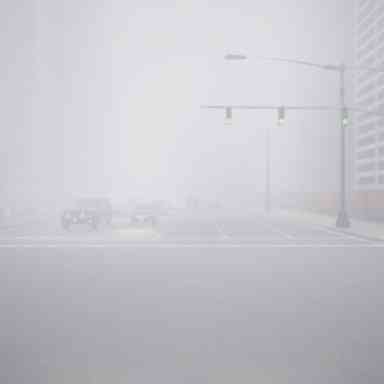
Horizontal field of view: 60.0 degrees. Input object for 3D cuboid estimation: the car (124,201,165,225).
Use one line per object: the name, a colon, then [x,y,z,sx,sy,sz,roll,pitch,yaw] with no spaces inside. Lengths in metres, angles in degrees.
car: [-3.604,1.682,26.022,2.128,1.511,4.902,0,0,0]

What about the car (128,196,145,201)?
car: [-7.095,1.542,43.883,2.150,2.045,5.566,0,0,0]

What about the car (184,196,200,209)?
car: [-0.007,1.603,52.312,2.150,2.045,5.566,0,0,0]

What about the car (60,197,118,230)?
car: [-7.086,1.390,23.108,2.150,2.045,5.566,0,0,2]

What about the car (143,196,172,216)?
car: [-3.601,1.609,35.239,2.097,1.767,4.553,0,0,0]

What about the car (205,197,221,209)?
car: [3.589,1.914,53.223,1.812,1.442,4.674,0,0,0]

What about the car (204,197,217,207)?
car: [3.494,1.812,63.127,2.097,1.767,4.553,0,0,0]

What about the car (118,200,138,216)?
car: [-7.105,1.791,33.357,2.033,1.411,5.357,0,0,0]
